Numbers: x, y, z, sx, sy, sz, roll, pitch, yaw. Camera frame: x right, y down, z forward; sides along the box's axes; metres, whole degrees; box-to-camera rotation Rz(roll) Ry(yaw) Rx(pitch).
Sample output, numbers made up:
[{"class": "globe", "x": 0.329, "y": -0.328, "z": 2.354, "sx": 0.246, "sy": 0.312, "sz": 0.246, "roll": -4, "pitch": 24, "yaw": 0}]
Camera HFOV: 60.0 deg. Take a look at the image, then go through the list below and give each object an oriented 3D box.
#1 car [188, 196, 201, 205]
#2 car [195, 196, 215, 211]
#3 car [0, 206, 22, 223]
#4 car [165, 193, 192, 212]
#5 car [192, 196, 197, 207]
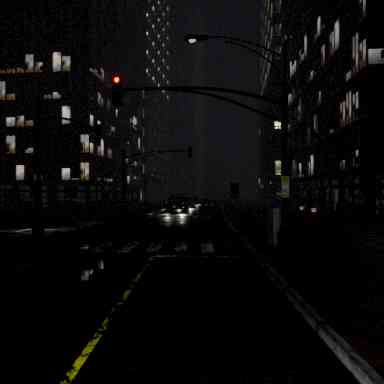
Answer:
[{"class": "car", "x": 0.468, "y": 1.441, "z": 59.005, "sx": 1.837, "sy": 1.490, "sz": 4.892, "roll": 0, "pitch": 0, "yaw": 7}, {"class": "car", "x": 1.872, "y": 1.515, "z": 41.061, "sx": 2.033, "sy": 1.411, "sz": 5.357, "roll": 0, "pitch": 0, "yaw": 4}, {"class": "car", "x": -16.573, "y": 1.854, "z": 27.924, "sx": 4.403, "sy": 1.369, "sz": 2.008, "roll": -1, "pitch": 1, "yaw": 10}, {"class": "car", "x": -1.625, "y": 1.195, "z": 37.843, "sx": 2.150, "sy": 2.045, "sz": 5.566, "roll": 0, "pitch": 0, "yaw": 5}, {"class": "car", "x": -0.745, "y": 1.436, "z": 47.881, "sx": 1.882, "sy": 1.535, "sz": 5.008, "roll": 0, "pitch": 0, "yaw": 6}]
